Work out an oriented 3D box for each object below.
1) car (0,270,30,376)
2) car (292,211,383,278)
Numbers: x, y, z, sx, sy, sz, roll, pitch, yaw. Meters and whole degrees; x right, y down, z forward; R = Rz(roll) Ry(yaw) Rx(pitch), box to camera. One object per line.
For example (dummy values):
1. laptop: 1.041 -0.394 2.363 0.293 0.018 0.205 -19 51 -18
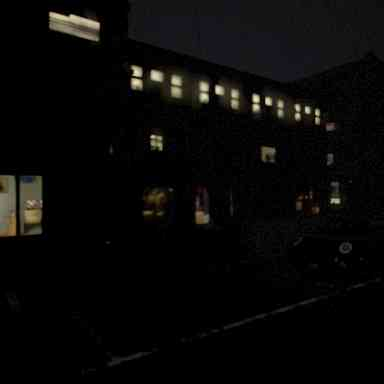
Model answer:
1. car: -4.138 1.442 3.611 4.097 1.590 1.967 0 0 -35
2. car: 4.857 1.430 10.028 4.097 1.590 1.967 0 0 -35
